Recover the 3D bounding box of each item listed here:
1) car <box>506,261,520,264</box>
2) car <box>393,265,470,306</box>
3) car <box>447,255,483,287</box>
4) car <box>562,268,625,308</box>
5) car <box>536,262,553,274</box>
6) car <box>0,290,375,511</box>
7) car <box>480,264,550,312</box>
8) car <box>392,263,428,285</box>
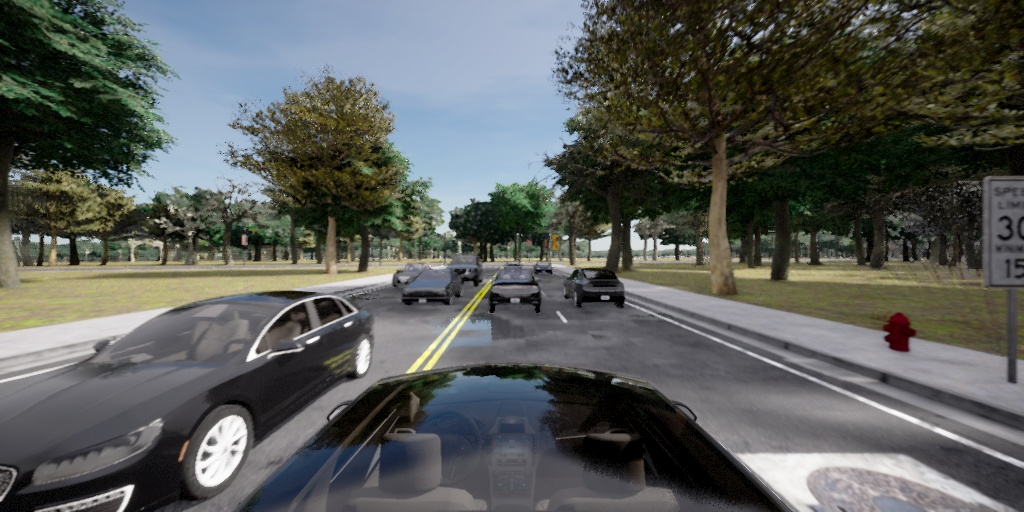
[{"bbox_3d":[0.108,1.223,37.122,2.128,1.511,4.902,0,0,0],"label":"car"},{"bbox_3d":[-3.322,1.299,16.040,2.033,1.411,5.357,0,0,0],"label":"car"},{"bbox_3d":[-3.233,0.966,25.192,2.150,2.045,5.566,0,0,0],"label":"car"},{"bbox_3d":[3.362,1.255,15.329,1.837,1.490,4.892,0,0,0],"label":"car"},{"bbox_3d":[3.378,1.328,40.047,1.895,1.301,4.718,0,0,0],"label":"car"},{"bbox_3d":[-3.341,1.256,4.517,1.837,1.490,4.892,0,0,0],"label":"car"},{"bbox_3d":[0.109,1.242,14.202,2.128,1.511,4.902,0,0,0],"label":"car"},{"bbox_3d":[-6.493,1.241,24.029,2.128,1.511,4.902,0,0,0],"label":"car"}]
